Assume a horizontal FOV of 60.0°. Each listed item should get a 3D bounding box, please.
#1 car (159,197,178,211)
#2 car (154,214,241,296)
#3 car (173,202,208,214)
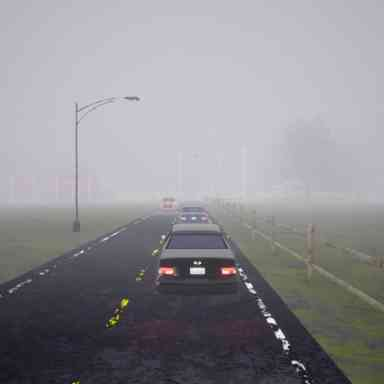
[{"bbox_3d":[-2.770,1.397,40.298,2.097,1.767,4.553,0,0,0],"label":"car"},{"bbox_3d":[0.100,1.548,8.825,2.033,1.411,5.357,0,0,0],"label":"car"},{"bbox_3d":[0.101,1.556,21.493,2.033,1.411,5.357,0,0,0],"label":"car"}]
